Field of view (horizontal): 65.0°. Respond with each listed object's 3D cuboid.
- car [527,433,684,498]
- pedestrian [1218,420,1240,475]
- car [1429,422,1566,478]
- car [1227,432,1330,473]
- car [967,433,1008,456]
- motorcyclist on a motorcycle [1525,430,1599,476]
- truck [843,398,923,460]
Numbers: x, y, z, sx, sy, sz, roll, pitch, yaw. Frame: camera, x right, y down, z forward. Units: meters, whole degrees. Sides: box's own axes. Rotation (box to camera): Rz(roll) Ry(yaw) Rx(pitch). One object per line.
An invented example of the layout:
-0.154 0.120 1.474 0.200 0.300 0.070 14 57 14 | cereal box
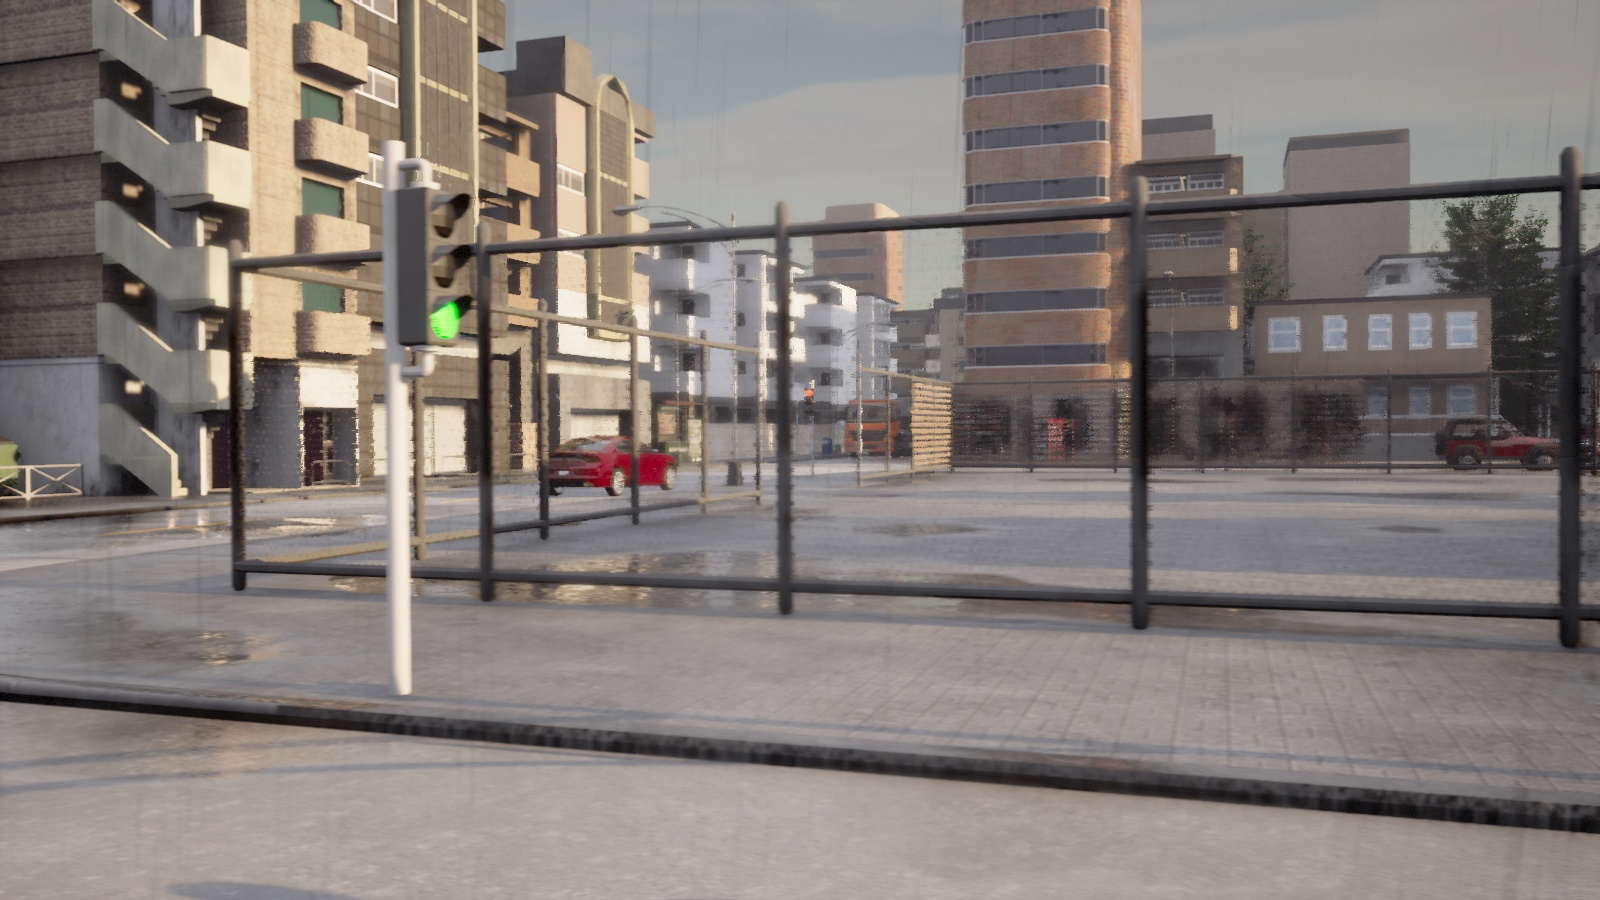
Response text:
-4.895 0.329 32.410 1.882 1.535 5.008 0 1 19 | car
14.459 -0.086 42.322 0.706 1.836 0.354 0 1 19 | pedestrian
24.057 -0.017 43.451 3.866 1.878 1.905 0 1 19 | car
18.783 0.080 49.440 3.705 1.549 1.789 1 1 18 | car
12.665 -0.415 84.600 1.837 1.490 4.892 0 1 19 | car
28.139 0.095 46.280 2.350 1.649 0.766 0 1 19 | motorcyclist on a motorcycle
5.053 -1.253 74.564 2.891 3.462 7.936 0 1 18 | truck
